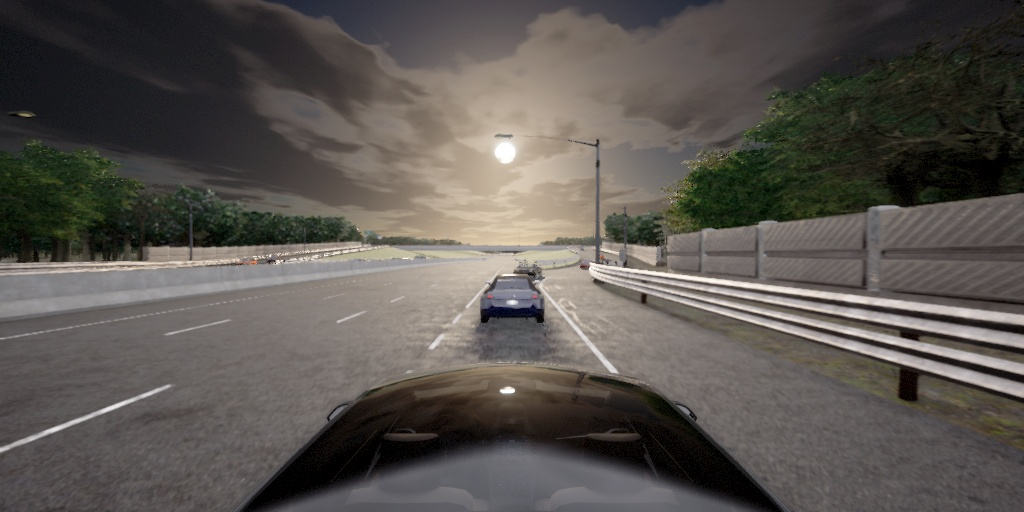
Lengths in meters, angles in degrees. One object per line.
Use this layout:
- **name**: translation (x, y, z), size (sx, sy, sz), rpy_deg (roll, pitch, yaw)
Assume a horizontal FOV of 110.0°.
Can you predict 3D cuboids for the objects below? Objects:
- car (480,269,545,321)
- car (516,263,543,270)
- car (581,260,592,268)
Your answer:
- **car**: translation (0.013, 1.304, 12.314), size (1.994, 1.385, 4.181), rpy_deg (0, 0, 0)
- **car**: translation (1.609, 1.310, 32.837), size (1.895, 1.301, 4.718), rpy_deg (0, 0, 14)
- **car**: translation (12.738, 1.340, 60.114), size (1.994, 1.385, 4.181), rpy_deg (0, 0, 20)
